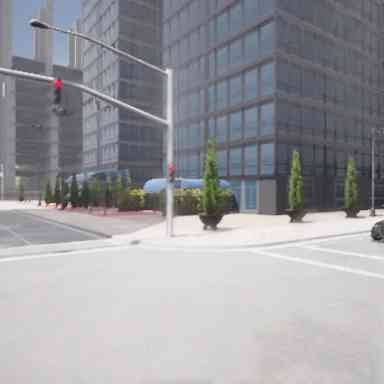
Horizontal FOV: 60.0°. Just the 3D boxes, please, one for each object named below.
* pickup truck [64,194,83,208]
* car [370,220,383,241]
[{"bbox_3d":[-15.896,1.068,45.966,2.390,2.098,6.274,0,0,-6],"label":"pickup truck"},{"bbox_3d":[10.176,1.576,15.532,4.181,1.385,1.994,0,0,-35],"label":"car"}]
